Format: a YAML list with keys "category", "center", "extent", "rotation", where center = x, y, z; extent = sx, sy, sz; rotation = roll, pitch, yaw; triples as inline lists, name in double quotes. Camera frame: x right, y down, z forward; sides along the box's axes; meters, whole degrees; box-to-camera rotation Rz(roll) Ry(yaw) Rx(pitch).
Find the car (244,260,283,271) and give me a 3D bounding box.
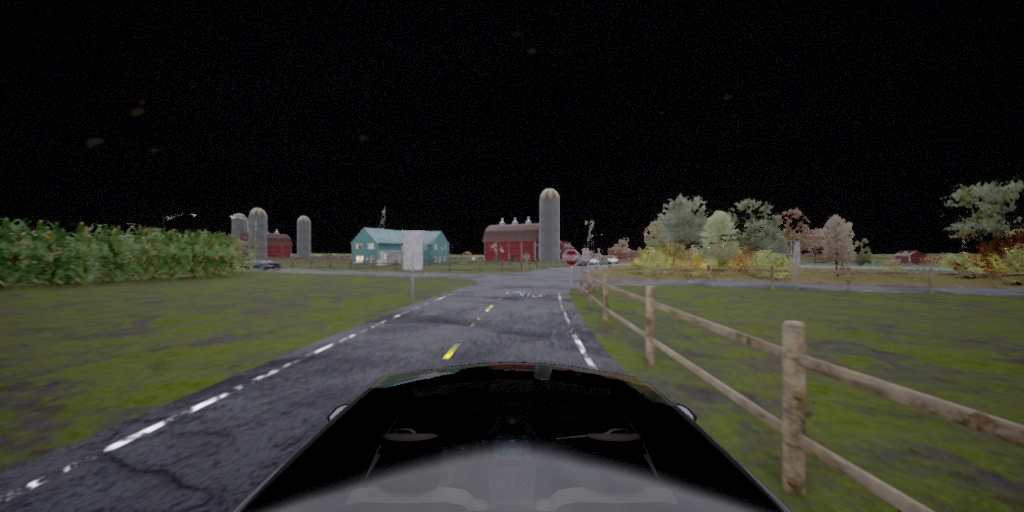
- category: "car"
  center: [-31.455, 1.179, 45.335]
  extent: [5.357, 1.411, 2.033]
  rotation: [0, 1, 23]
